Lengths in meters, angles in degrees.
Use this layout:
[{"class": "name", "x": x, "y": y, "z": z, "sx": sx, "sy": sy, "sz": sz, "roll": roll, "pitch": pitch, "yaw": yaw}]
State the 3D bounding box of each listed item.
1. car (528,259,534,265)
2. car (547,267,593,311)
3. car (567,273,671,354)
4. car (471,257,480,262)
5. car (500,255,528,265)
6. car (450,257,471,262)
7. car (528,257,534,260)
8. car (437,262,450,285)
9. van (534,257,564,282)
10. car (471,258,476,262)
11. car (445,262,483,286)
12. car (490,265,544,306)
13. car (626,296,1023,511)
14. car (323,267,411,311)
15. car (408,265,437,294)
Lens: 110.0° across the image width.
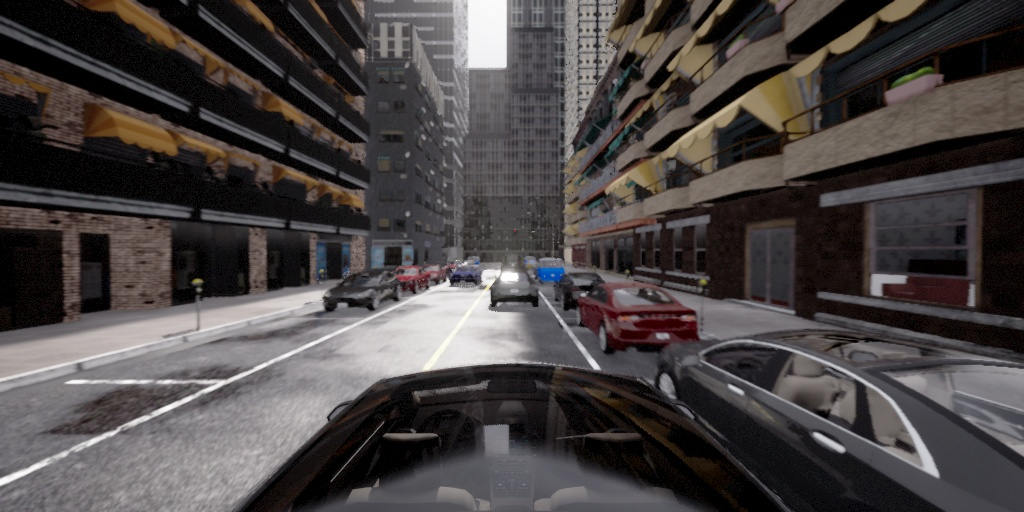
[{"class": "car", "x": 2.689, "y": 1.232, "z": 31.015, "sx": 2.007, "sy": 1.370, "sz": 4.403, "roll": 0, "pitch": 0, "yaw": 0}, {"class": "car", "x": 2.689, "y": 1.286, "z": 14.208, "sx": 1.948, "sy": 1.339, "sz": 4.313, "roll": 0, "pitch": 0, "yaw": 0}, {"class": "car", "x": 2.689, "y": 1.279, "z": 8.607, "sx": 1.888, "sy": 1.381, "sz": 4.507, "roll": 0, "pitch": 0, "yaw": 0}, {"class": "car", "x": -5.692, "y": 1.195, "z": 47.849, "sx": 2.007, "sy": 1.370, "sz": 4.403, "roll": 0, "pitch": 0, "yaw": 0}, {"class": "car", "x": 0.096, "y": 0.894, "z": 33.567, "sx": 2.150, "sy": 2.045, "sz": 5.566, "roll": 0, "pitch": 0, "yaw": 0}, {"class": "car", "x": -5.692, "y": 1.109, "z": 36.645, "sx": 1.967, "sy": 1.591, "sz": 4.097, "roll": 0, "pitch": 0, "yaw": 0}, {"class": "car", "x": 2.689, "y": 1.170, "z": 47.990, "sx": 1.751, "sy": 1.417, "sz": 4.829, "roll": 0, "pitch": 0, "yaw": 0}, {"class": "car", "x": -5.692, "y": 1.276, "z": 25.441, "sx": 1.802, "sy": 1.307, "sz": 4.207, "roll": 0, "pitch": 0, "yaw": 0}, {"class": "van", "x": 2.689, "y": 1.035, "z": 25.412, "sx": 1.690, "sy": 1.789, "sz": 3.998, "roll": 0, "pitch": 0, "yaw": 0}, {"class": "car", "x": -5.692, "y": 1.223, "z": 42.246, "sx": 1.948, "sy": 1.339, "sz": 4.313, "roll": 0, "pitch": 0, "yaw": 0}, {"class": "car", "x": -3.094, "y": 1.297, "z": 24.726, "sx": 1.895, "sy": 1.301, "sz": 4.718, "roll": 0, "pitch": 0, "yaw": 0}, {"class": "car", "x": 0.097, "y": 1.282, "z": 15.548, "sx": 1.994, "sy": 1.385, "sz": 4.181, "roll": 0, "pitch": 0, "yaw": 0}, {"class": "car", "x": 2.690, "y": 1.297, "z": 3.005, "sx": 2.007, "sy": 1.370, "sz": 4.403, "roll": 0, "pitch": 0, "yaw": 0}, {"class": "car", "x": -5.692, "y": 1.286, "z": 14.237, "sx": 1.948, "sy": 1.339, "sz": 4.313, "roll": 0, "pitch": 0, "yaw": 0}, {"class": "car", "x": -5.692, "y": 1.252, "z": 19.840, "sx": 1.888, "sy": 1.381, "sz": 4.507, "roll": 0, "pitch": 0, "yaw": 0}]
